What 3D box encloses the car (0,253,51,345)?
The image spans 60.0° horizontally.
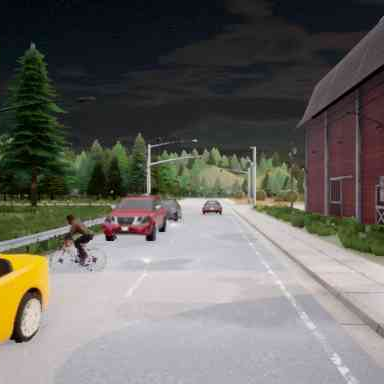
[{"bbox_3d":[-3.472,1.478,3.701,1.882,1.535,5.008,0,0,3],"label":"car"}]

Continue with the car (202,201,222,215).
[{"bbox_3d":[2.092,1.564,34.369,1.994,1.385,4.181,0,0,4],"label":"car"}]

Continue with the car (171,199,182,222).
[{"bbox_3d":[-2.004,1.352,26.309,2.097,1.767,4.553,0,0,3],"label":"car"}]

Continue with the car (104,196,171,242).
[{"bbox_3d":[-2.667,1.223,16.884,2.150,2.045,5.566,0,0,4],"label":"car"}]

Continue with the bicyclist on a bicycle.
[{"bbox_3d":[-3.221,1.455,9.322,1.656,1.620,0.582,-2,0,3],"label":"bicyclist on a bicycle"}]
